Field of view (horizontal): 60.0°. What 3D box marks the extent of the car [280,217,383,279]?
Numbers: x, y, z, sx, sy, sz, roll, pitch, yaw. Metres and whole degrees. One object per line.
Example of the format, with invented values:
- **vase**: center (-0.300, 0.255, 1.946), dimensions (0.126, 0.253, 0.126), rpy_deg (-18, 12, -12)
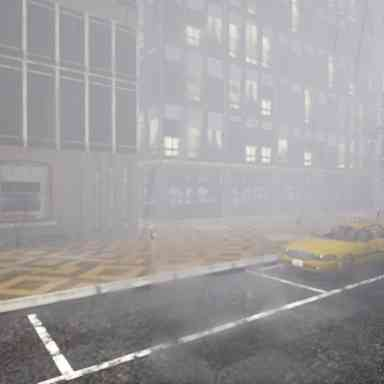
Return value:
- **car**: center (4.656, 1.467, 9.878), dimensions (4.829, 1.417, 1.752), rpy_deg (0, 0, -36)
